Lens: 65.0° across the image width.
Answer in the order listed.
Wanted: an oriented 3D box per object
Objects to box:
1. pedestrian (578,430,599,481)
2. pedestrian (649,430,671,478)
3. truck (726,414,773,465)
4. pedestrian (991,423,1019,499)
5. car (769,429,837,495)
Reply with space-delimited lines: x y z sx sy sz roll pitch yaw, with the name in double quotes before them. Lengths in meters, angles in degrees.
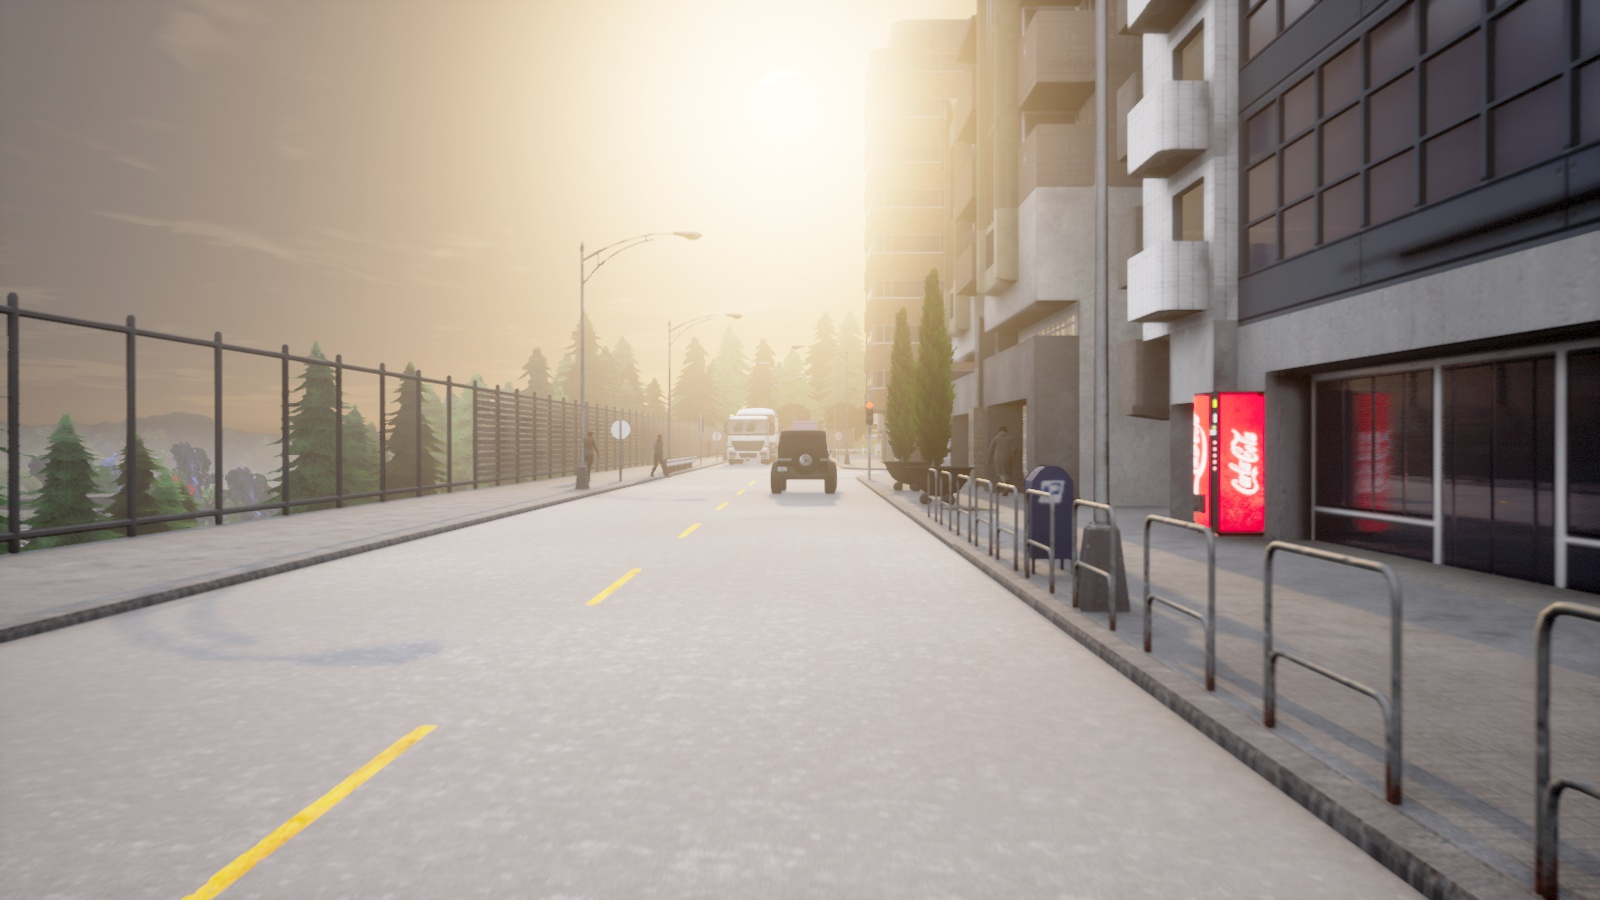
"pedestrian" -7.554 0.197 44.921 0.328 1.805 0.869 0 0 22
"pedestrian" -5.678 0.165 50.871 0.788 1.949 0.423 0 0 36
"truck" -3.477 -0.735 88.186 2.891 3.462 7.936 0 0 0
"pedestrian" 5.322 0.277 32.627 0.659 1.952 0.873 0 0 4
"car" 0.142 0.330 37.615 1.905 1.878 3.866 0 0 2
